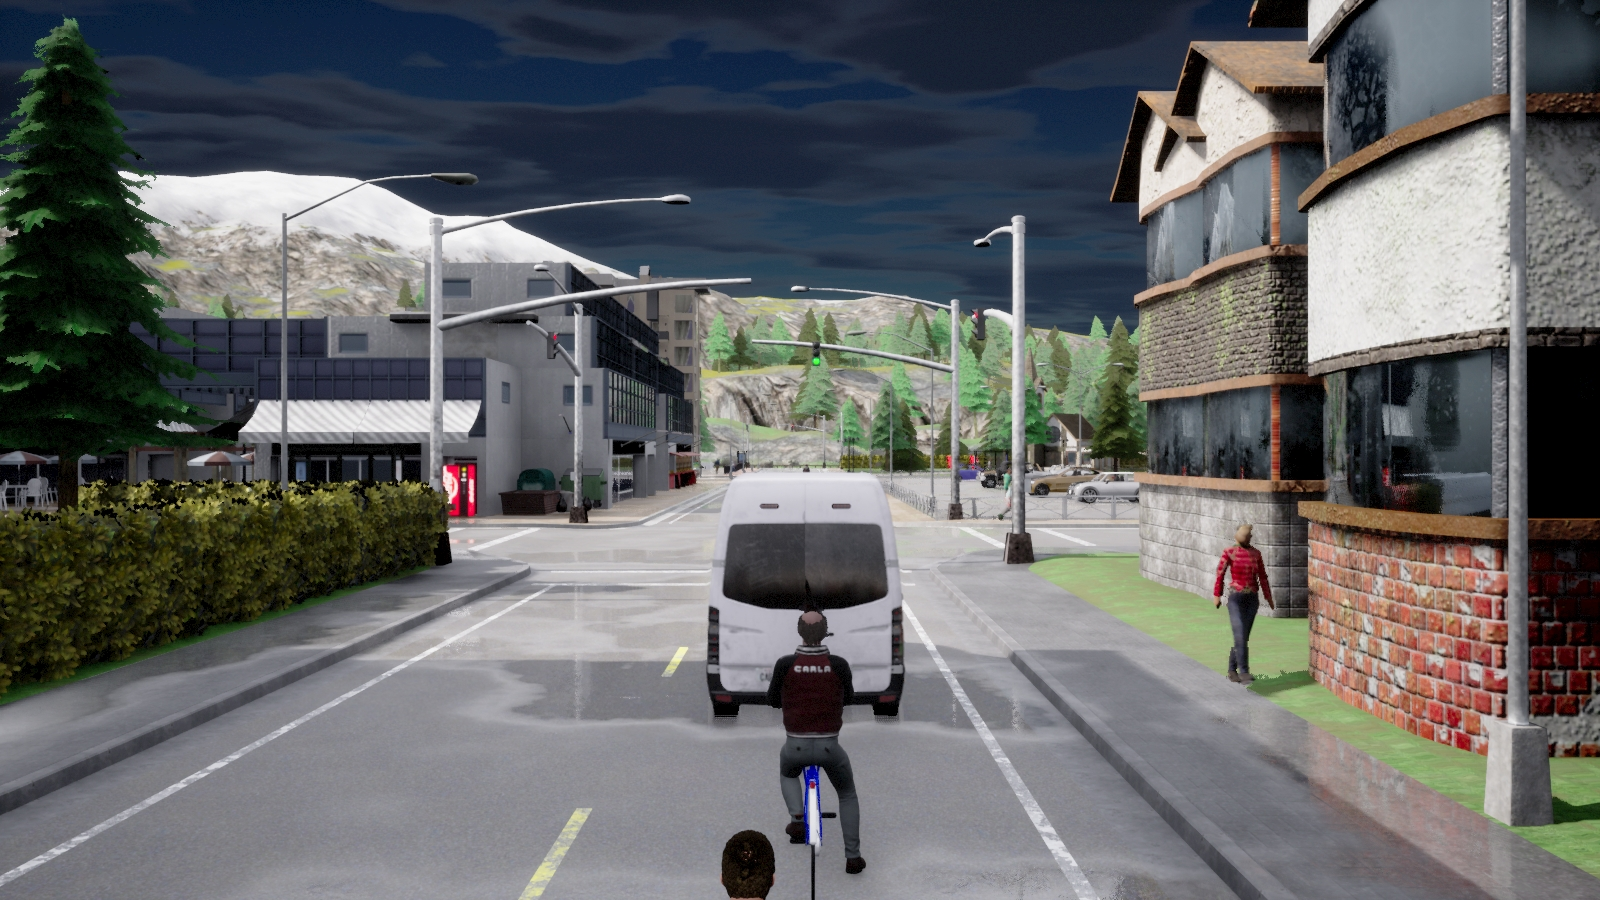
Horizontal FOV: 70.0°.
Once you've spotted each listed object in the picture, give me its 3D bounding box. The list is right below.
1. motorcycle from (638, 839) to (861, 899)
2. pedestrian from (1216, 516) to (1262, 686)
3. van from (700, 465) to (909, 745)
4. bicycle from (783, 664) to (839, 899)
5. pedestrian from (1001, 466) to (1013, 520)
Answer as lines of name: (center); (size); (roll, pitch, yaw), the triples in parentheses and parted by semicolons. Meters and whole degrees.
motorcycle: (-0.197, 2.193, 3.730); (0.803, 1.145, 2.033); (0, 0, 2)
pedestrian: (4.921, 1.677, 12.817); (0.375, 1.860, 0.375); (0, 0, 1)
van: (0.065, 1.516, 13.831); (1.988, 2.561, 5.915); (0, 0, 0)
bicycle: (0.065, 2.191, 7.648); (0.329, 1.171, 1.835); (0, 0, 0)
pedestrian: (7.178, 1.500, 39.675); (0.375, 1.860, 0.375); (0, 0, 4)
